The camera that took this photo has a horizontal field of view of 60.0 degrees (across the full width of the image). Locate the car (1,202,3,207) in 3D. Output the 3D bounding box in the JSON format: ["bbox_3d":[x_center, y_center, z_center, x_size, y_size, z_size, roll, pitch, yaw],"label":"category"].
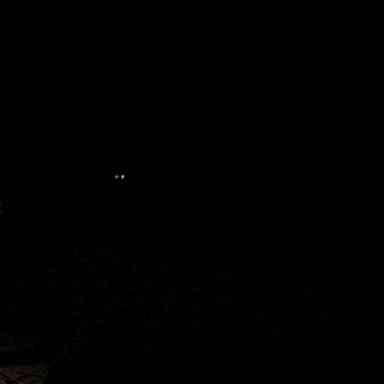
[{"bbox_3d":[-23.393,1.347,44.704,1.967,1.590,4.097,0,0,36],"label":"car"}]
